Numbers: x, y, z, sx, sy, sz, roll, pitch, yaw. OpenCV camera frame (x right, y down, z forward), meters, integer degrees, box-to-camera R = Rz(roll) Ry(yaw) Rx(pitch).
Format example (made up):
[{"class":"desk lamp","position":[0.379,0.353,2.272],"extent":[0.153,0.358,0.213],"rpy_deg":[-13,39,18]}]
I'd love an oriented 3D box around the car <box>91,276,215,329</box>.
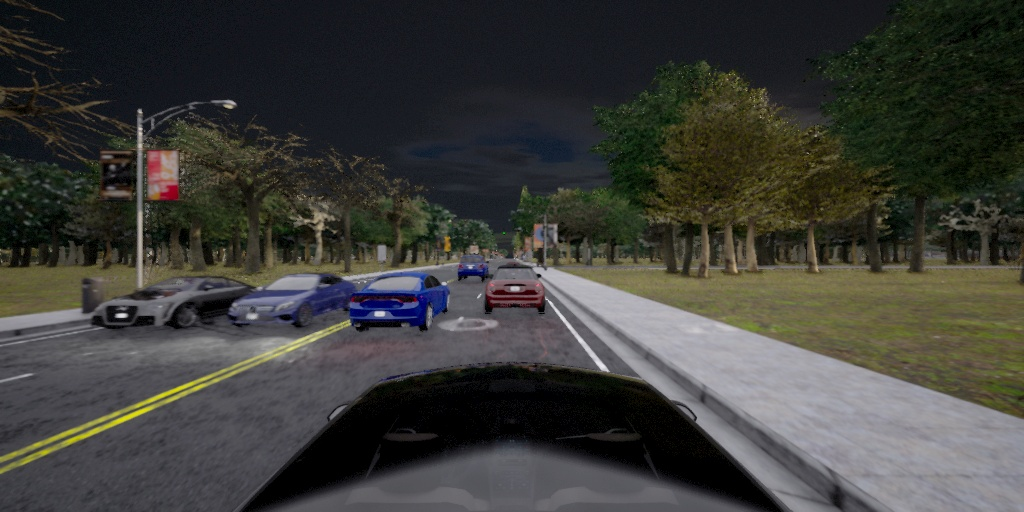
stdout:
[{"class":"car","position":[-9.846,1.312,11.030],"extent":[1.994,1.385,4.181],"rpy_deg":[0,0,0]}]

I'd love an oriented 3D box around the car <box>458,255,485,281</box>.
[{"class":"car","position":[-3.143,0.968,29.812],"extent":[2.150,2.045,5.566],"rpy_deg":[0,0,0]}]

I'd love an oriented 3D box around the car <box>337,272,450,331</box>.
[{"class":"car","position":[-3.149,1.226,11.019],"extent":[1.882,1.535,5.008],"rpy_deg":[0,0,0]}]

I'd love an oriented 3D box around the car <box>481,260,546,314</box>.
[{"class":"car","position":[0.103,1.101,13.987],"extent":[2.097,1.767,4.553],"rpy_deg":[0,0,0]}]

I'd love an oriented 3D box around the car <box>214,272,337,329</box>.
[{"class":"car","position":[-6.596,1.274,11.440],"extent":[1.812,1.442,4.674],"rpy_deg":[0,0,0]}]
